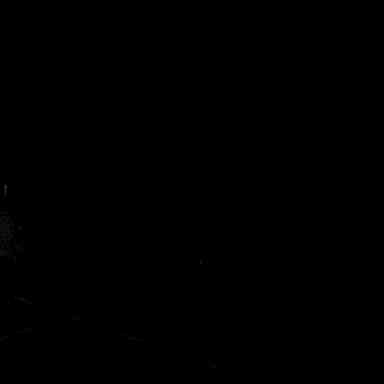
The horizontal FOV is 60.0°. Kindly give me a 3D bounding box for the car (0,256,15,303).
[{"bbox_3d":[-5.374,1.594,6.910,4.313,1.339,1.947,0,0,36],"label":"car"}]
